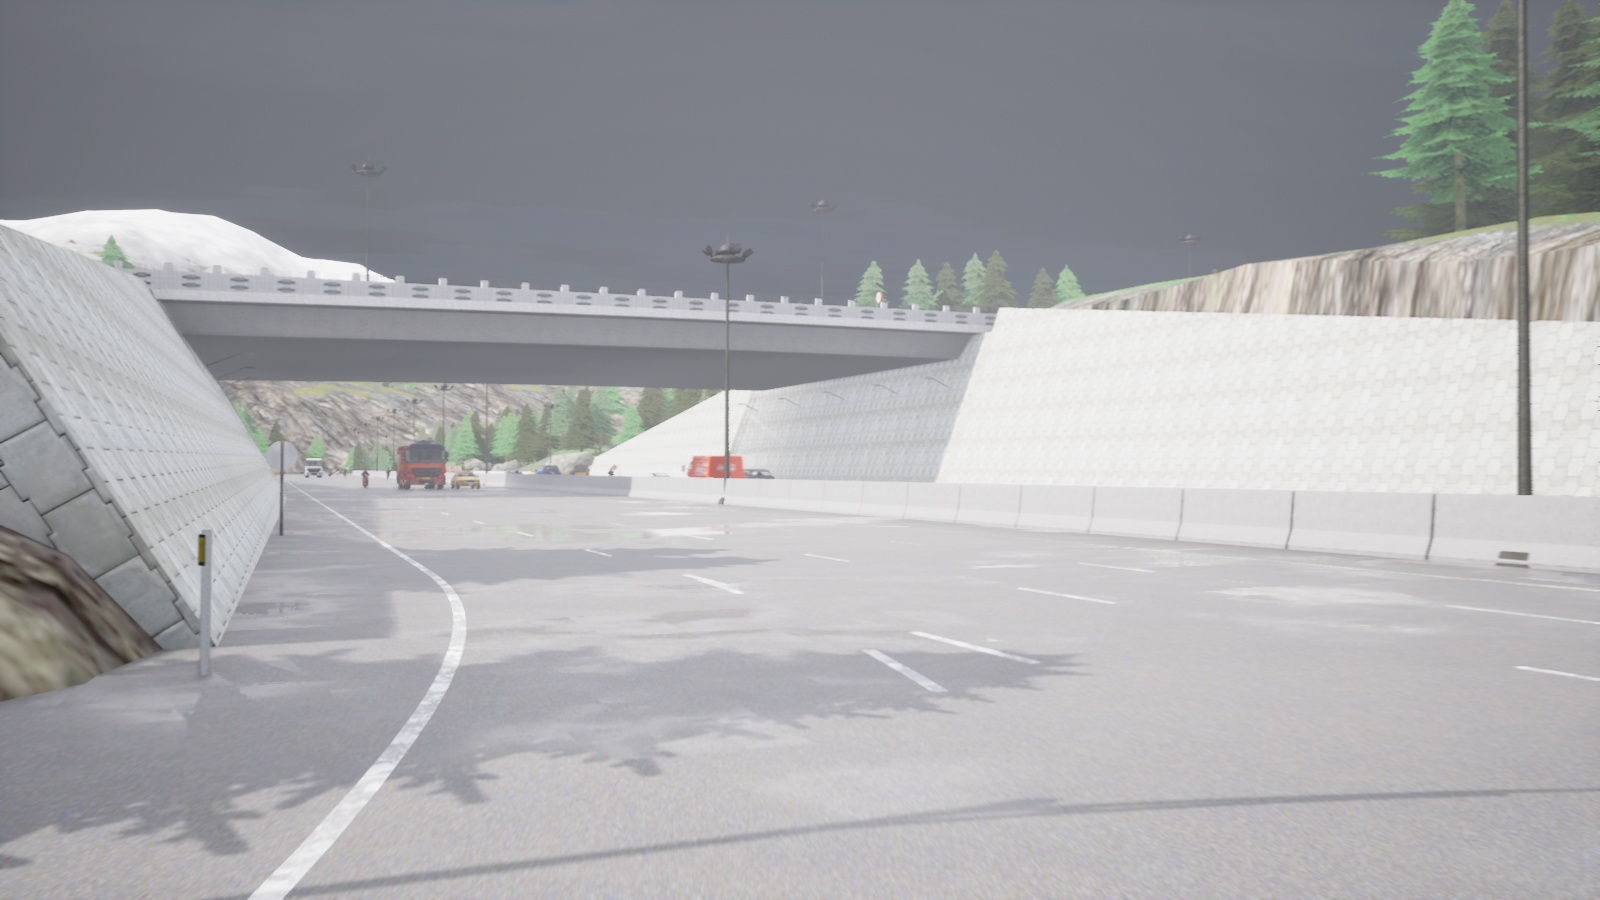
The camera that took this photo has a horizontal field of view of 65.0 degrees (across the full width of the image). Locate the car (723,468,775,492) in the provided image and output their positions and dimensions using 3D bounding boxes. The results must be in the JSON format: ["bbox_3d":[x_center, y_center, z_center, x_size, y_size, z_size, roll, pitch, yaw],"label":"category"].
[{"bbox_3d":[-3.679,2.175,90.360,2.242,1.667,4.611,0,-1,-23],"label":"car"}]

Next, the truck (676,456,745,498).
[{"bbox_3d":[-5.539,1.629,76.879,2.627,2.467,5.204,0,-1,-23],"label":"truck"}]
